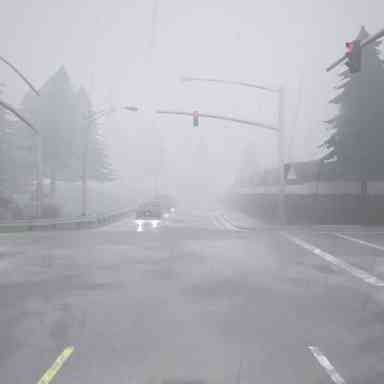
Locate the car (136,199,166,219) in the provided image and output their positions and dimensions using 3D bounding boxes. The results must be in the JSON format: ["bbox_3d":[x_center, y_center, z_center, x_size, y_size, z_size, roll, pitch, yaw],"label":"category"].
[{"bbox_3d":[-3.605,1.564,28.833,1.994,1.385,4.181,0,0,0],"label":"car"}]

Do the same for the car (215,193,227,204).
[{"bbox_3d":[6.901,1.206,60.911,5.566,2.045,2.150,0,0,-22],"label":"car"}]

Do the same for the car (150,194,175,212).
[{"bbox_3d":[-3.606,1.221,39.384,2.150,2.045,5.566,0,0,0],"label":"car"}]

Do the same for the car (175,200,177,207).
[{"bbox_3d":[-3.381,1.503,49.324,1.837,1.490,4.892,0,0,3],"label":"car"}]
